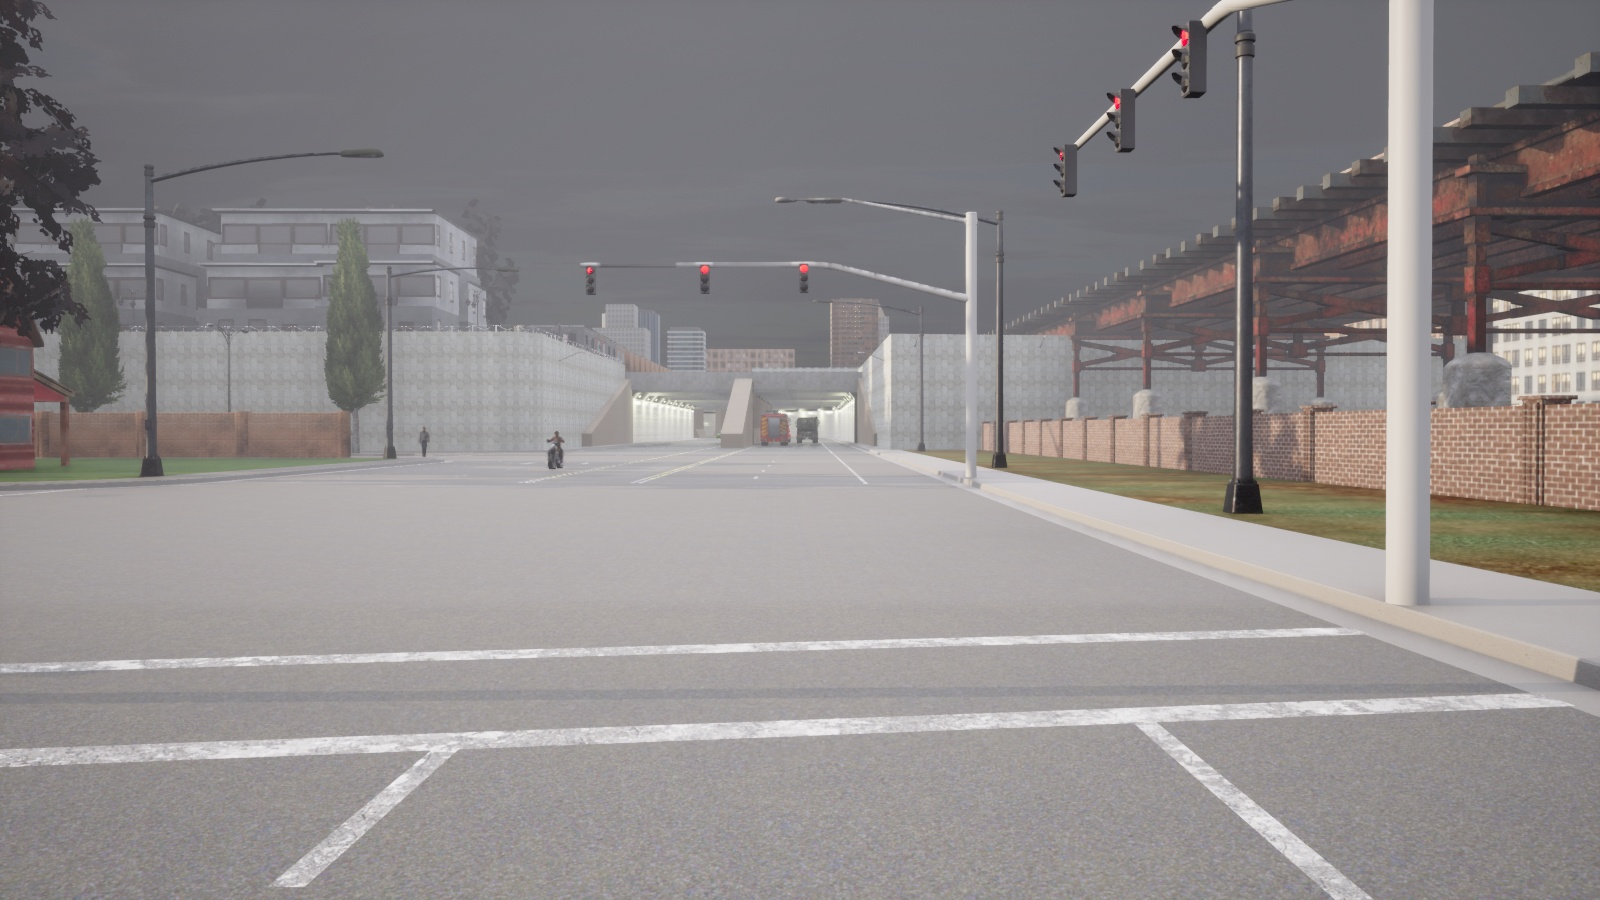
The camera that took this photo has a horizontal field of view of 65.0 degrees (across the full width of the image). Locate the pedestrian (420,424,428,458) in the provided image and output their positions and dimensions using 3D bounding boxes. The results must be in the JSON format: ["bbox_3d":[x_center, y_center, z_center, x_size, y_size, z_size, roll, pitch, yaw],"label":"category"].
[{"bbox_3d":[-21.849,-0.544,72.957,0.423,1.949,0.788,0,1,-13],"label":"pedestrian"}]

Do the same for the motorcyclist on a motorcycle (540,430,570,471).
[{"bbox_3d":[-10.184,-0.012,52.262,0.766,1.649,2.350,0,1,0],"label":"motorcyclist on a motorcycle"}]
